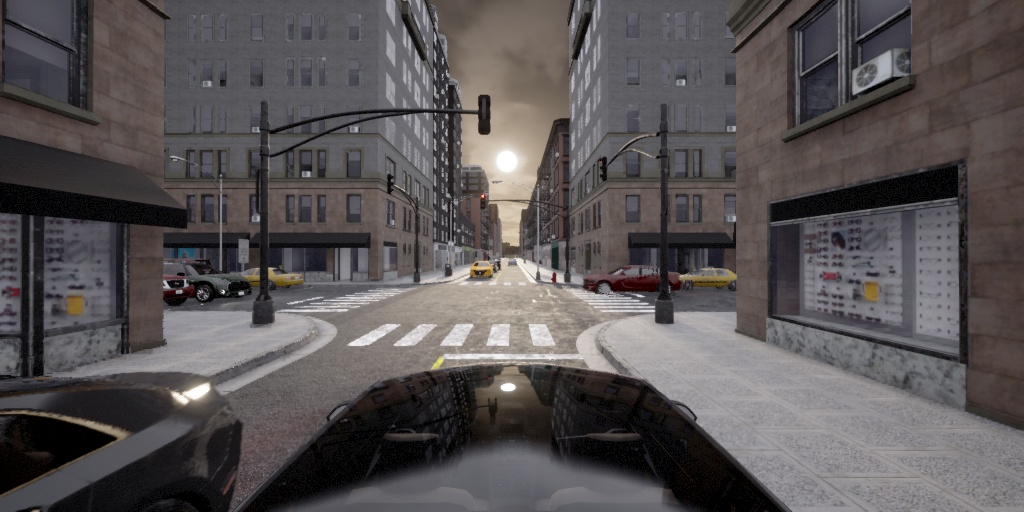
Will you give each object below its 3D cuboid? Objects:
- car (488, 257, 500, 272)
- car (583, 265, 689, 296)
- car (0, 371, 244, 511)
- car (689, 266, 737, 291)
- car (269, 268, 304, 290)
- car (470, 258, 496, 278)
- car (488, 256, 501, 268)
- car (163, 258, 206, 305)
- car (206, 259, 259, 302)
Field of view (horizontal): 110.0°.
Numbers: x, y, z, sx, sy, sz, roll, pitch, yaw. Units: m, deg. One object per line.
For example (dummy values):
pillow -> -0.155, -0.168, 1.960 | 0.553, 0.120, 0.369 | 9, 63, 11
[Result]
car -> -2.816, 1.244, 44.303 | 1.837, 1.490, 4.892 | 0, 0, 0
car -> 6.268, 1.241, 18.994 | 5.008, 1.535, 1.882 | 0, 0, 0
car -> -2.769, 1.255, 0.414 | 1.837, 1.490, 4.892 | 0, 0, 1
car -> 11.649, 1.304, 21.516 | 4.829, 1.417, 1.751 | 0, 0, 0
car -> -15.234, 1.279, 21.575 | 4.829, 1.417, 1.751 | 0, 0, 0
car -> -2.821, 1.222, 33.900 | 1.882, 1.535, 5.008 | 0, 0, 0
car -> -2.801, 0.953, 54.896 | 2.150, 2.045, 5.566 | 0, 0, 0
car -> -15.090, 1.035, 13.549 | 5.009, 1.841, 2.192 | 0, 0, 0
car -> -14.378, 1.084, 16.089 | 4.553, 1.767, 2.097 | 0, 0, 0
